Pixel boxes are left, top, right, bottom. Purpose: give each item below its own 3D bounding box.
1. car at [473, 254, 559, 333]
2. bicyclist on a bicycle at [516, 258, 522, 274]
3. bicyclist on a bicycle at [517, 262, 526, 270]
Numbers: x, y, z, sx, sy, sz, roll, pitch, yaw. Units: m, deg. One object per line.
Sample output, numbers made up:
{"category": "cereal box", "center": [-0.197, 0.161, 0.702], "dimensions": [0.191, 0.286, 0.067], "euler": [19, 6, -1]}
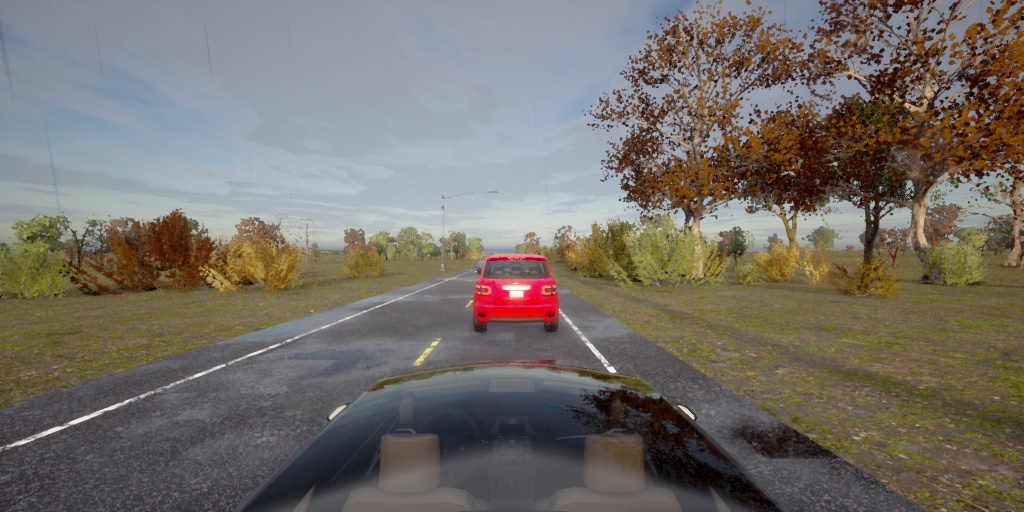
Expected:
{"category": "car", "center": [0.083, 0.968, 10.925], "dimensions": [2.150, 2.045, 5.566], "euler": [0, 0, -1]}
{"category": "bicyclist on a bicycle", "center": [0.804, 1.107, 40.117], "dimensions": [0.659, 1.776, 1.843], "euler": [0, 0, 0]}
{"category": "bicyclist on a bicycle", "center": [0.874, 1.110, 30.104], "dimensions": [0.659, 1.776, 1.843], "euler": [0, 0, 0]}
